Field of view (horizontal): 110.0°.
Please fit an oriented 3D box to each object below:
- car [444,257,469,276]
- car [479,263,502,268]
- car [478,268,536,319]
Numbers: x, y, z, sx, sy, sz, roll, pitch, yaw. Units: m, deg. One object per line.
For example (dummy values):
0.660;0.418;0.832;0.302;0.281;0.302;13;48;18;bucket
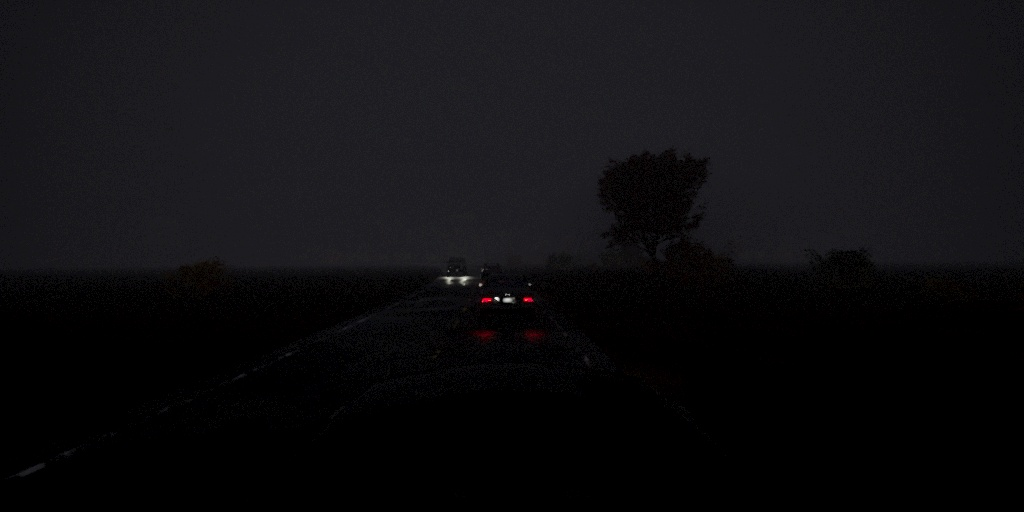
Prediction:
-6.037;1.106;39.622;2.150;2.045;5.566;0;0;-8;car
-1.926;1.347;32.973;2.128;1.511;4.902;0;0;-7;car
-0.236;1.332;12.909;2.033;1.411;5.357;0;0;-2;car
